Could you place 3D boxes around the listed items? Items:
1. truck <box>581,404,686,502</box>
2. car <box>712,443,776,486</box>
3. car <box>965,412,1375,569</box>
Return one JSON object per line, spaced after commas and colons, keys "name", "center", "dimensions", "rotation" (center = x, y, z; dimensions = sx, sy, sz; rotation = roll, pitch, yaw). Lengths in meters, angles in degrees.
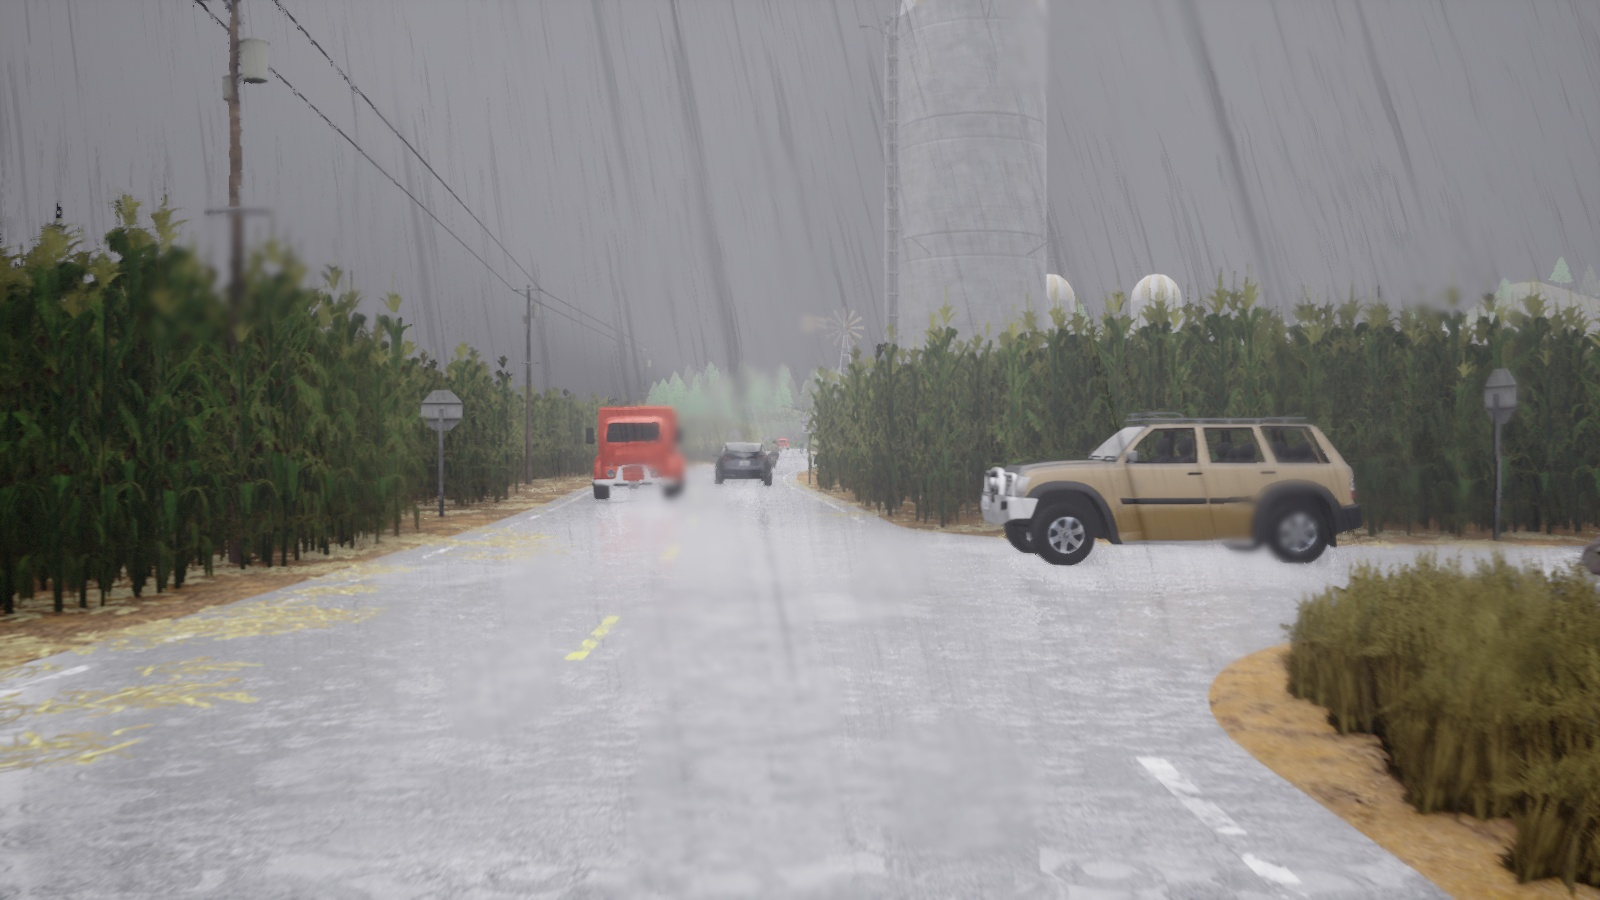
{"name": "truck", "center": [-4.446, 0.052, 34.396], "dimensions": [2.627, 2.467, 5.204], "rotation": [0, 0, -5]}
{"name": "car", "center": [-2.039, 0.476, 45.241], "dimensions": [2.163, 1.488, 4.792], "rotation": [0, 0, -3]}
{"name": "car", "center": [4.535, 0.472, 15.884], "dimensions": [4.605, 1.855, 1.932], "rotation": [0, 0, -2]}
